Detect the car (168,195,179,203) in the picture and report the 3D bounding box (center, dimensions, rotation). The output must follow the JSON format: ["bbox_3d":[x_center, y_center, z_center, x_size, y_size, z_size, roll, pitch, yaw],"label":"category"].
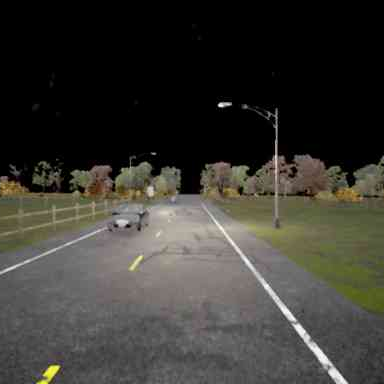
[{"bbox_3d":[-3.485,1.360,62.802,2.128,1.511,4.902,0,0,0],"label":"car"}]

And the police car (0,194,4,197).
[{"bbox_3d":[-47.593,0.529,79.354,5.238,1.638,1.930,1,-1,3],"label":"police car"}]

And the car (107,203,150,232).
[{"bbox_3d":[-3.594,1.435,19.550,2.128,1.511,4.902,0,0,0],"label":"car"}]
